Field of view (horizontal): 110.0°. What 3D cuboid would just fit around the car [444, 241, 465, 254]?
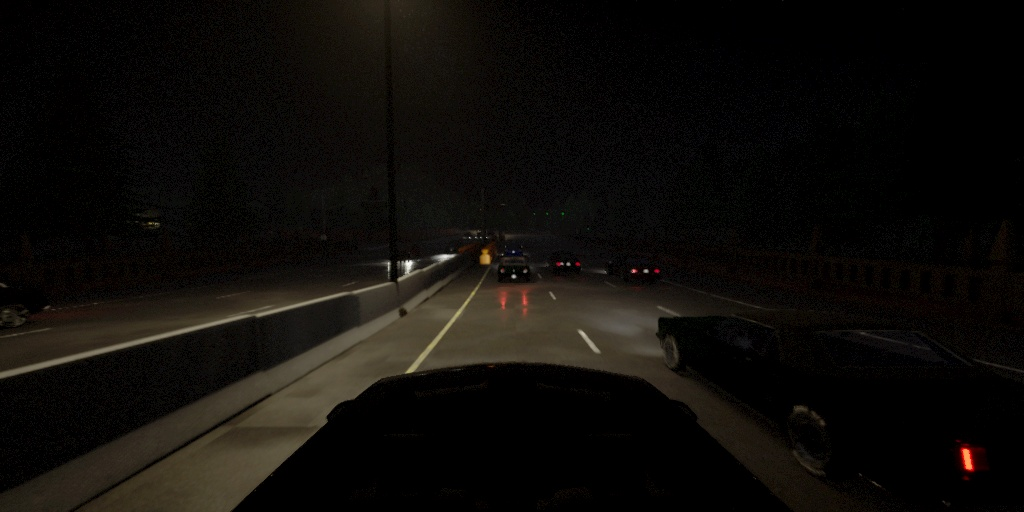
[{"bbox_3d":[-6.910,-1.136,43.395,2.128,1.511,4.902,0,5,1],"label":"car"}]

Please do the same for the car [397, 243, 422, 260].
[{"bbox_3d":[-10.514,-0.548,35.952,1.882,1.535,5.008,0,5,1],"label":"car"}]

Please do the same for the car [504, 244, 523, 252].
[{"bbox_3d":[0.168,-0.577,37.342,1.994,1.385,4.181,0,5,0],"label":"car"}]

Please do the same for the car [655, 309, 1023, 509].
[{"bbox_3d":[3.602,1.346,4.623,1.895,1.301,4.718,0,0,0],"label":"car"}]

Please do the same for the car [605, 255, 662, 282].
[{"bbox_3d":[7.109,0.668,21.523,2.033,1.411,5.357,0,4,0],"label":"car"}]

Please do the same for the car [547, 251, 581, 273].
[{"bbox_3d":[3.614,0.368,25.480,2.033,1.411,5.357,0,5,0],"label":"car"}]

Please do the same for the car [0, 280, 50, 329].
[{"bbox_3d":[-14.096,1.201,8.070,2.128,1.511,4.902,0,1,0],"label":"car"}]

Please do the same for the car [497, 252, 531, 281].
[{"bbox_3d":[0.110,0.690,21.985,1.895,1.301,4.718,0,4,0],"label":"car"}]
